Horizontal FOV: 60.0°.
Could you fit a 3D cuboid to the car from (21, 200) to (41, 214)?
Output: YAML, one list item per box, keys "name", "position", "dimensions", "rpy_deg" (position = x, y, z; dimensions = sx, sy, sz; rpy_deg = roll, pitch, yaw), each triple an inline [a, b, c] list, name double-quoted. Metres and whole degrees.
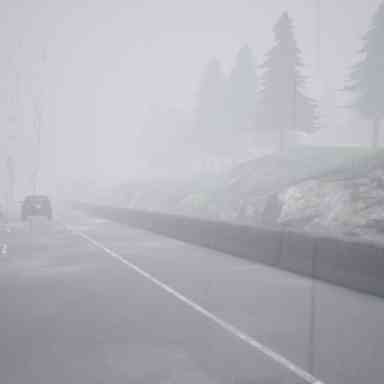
- name: "car"
  position: [-18.703, 1.689, 38.574]
  dimensions: [1.994, 1.385, 4.181]
  rpy_deg: [0, 0, -28]

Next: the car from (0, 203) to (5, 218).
- name: "car"
  position: [-18.779, 1.600, 31.218]
  dimensions: [1.882, 1.535, 5.008]
  rpy_deg: [0, 0, -28]

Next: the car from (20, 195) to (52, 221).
- name: "car"
  position: [-13.357, 1.309, 28.461]
  dimensions: [2.150, 2.045, 5.566]
  rpy_deg: [0, 0, -29]
